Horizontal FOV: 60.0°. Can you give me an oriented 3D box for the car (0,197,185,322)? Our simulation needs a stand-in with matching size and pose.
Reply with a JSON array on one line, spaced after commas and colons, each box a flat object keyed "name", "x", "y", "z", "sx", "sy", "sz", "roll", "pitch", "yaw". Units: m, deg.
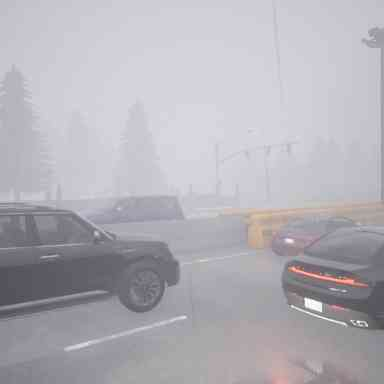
[{"name": "car", "x": -2.903, "y": 1.217, "z": 5.974, "sx": 5.566, "sy": 2.045, "sz": 2.150, "roll": 0, "pitch": 0, "yaw": -36}]

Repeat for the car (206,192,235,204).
[{"name": "car", "x": 4.738, "y": 1.024, "z": 50.124, "sx": 2.128, "sy": 1.511, "sz": 4.902, "roll": -1, "pitch": 1, "yaw": -35}]

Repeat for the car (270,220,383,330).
[{"name": "car", "x": 3.817, "y": 1.434, "z": 6.471, "sx": 4.892, "sy": 1.490, "sz": 1.837, "roll": -1, "pitch": 1, "yaw": -35}]

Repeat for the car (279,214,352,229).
[{"name": "car", "x": 4.627, "y": 1.440, "z": 11.339, "sx": 4.181, "sy": 1.385, "sz": 1.994, "roll": -1, "pitch": 1, "yaw": -35}]

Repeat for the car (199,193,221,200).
[{"name": "car", "x": 3.702, "y": 0.874, "z": 69.910, "sx": 1.837, "sy": 1.490, "sz": 4.892, "roll": -1, "pitch": 1, "yaw": -36}]

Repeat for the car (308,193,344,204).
[{"name": "car", "x": 19.284, "y": 0.861, "z": 48.184, "sx": 4.902, "sy": 1.511, "sz": 2.128, "roll": 0, "pitch": 1, "yaw": 43}]

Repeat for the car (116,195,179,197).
[{"name": "car", "x": -2.901, "y": 1.161, "z": 14.829, "sx": 5.566, "sy": 2.045, "sz": 2.150, "roll": -1, "pitch": 0, "yaw": -36}]
